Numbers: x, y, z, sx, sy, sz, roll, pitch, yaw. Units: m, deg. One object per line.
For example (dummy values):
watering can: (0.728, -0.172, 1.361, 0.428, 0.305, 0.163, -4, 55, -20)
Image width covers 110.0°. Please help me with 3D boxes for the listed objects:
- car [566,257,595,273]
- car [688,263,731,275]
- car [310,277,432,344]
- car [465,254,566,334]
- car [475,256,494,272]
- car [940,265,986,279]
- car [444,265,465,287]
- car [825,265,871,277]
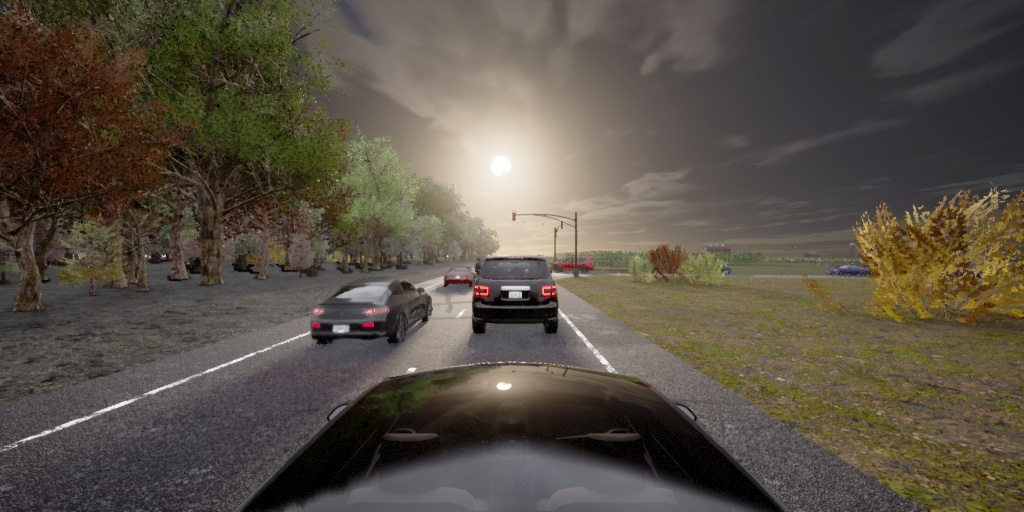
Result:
car: (7.703, 1.136, 45.468, 5.566, 2.045, 2.150, 1, 0, 18)
car: (24.245, 1.577, 44.153, 4.892, 1.490, 1.837, 0, -1, 0)
car: (-3.424, 1.277, 9.440, 1.812, 1.442, 4.674, 0, 0, 0)
car: (0.078, 0.974, 10.813, 2.150, 2.045, 5.566, 0, 0, 0)
car: (-3.496, 0.980, 46.738, 2.150, 2.045, 5.566, 0, 0, 0)
car: (50.293, 1.775, 40.462, 5.008, 1.535, 1.882, 1, -1, 1)
car: (-3.449, 1.318, 24.828, 1.994, 1.385, 4.181, 0, 0, 0)
car: (41.280, 1.785, 44.099, 4.674, 1.442, 1.812, 0, -1, 0)
